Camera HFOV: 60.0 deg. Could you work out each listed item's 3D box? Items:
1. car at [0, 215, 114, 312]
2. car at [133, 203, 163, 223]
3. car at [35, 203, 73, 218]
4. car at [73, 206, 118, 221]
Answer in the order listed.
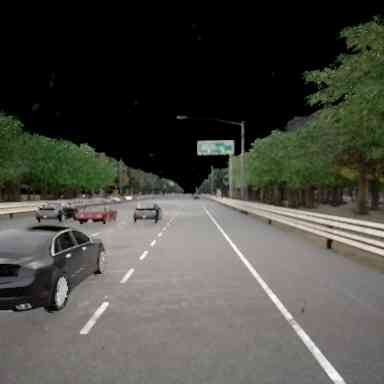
[{"bbox_3d":[-3.394,1.530,7.747,1.837,1.490,4.892,0,0,0],"label":"car"},{"bbox_3d":[-3.362,1.573,25.982,2.128,1.511,4.902,0,0,0],"label":"car"},{"bbox_3d":[-10.362,1.572,25.949,2.128,1.511,4.902,0,0,0],"label":"car"},{"bbox_3d":[-6.865,1.678,24.706,1.895,1.301,4.718,0,0,0],"label":"car"}]
